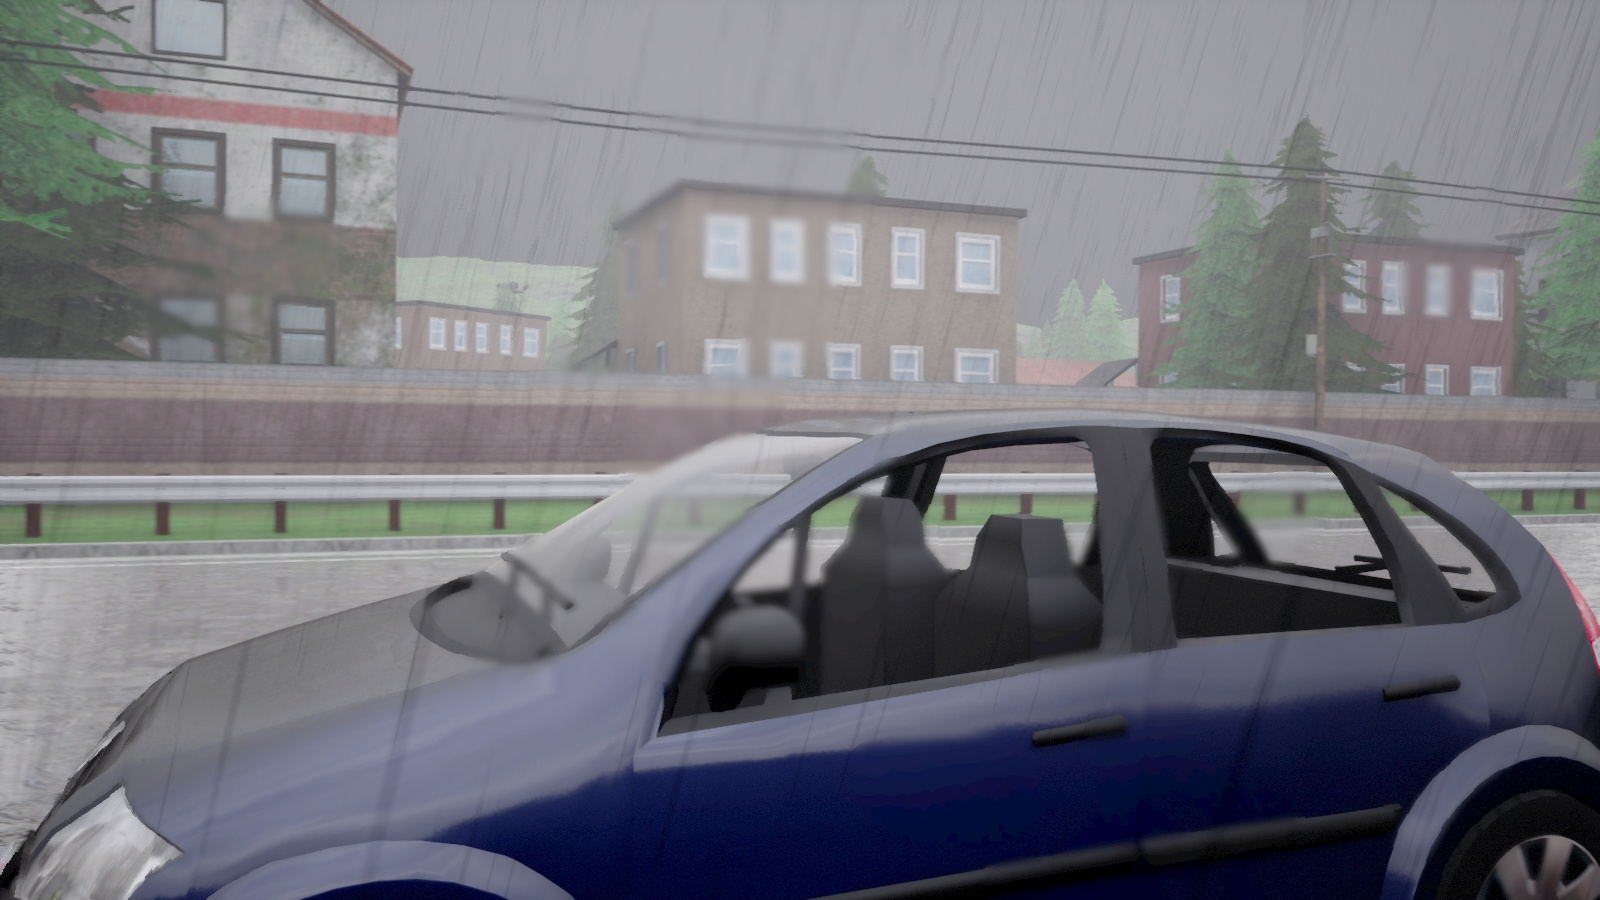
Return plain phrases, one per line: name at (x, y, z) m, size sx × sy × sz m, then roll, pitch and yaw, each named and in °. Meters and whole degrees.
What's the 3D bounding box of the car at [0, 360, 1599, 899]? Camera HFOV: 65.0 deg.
car at (0.204, 0.640, 3.315) m, size 3.988 × 1.617 × 1.851 m, roll -1°, pitch 1°, yaw -21°
